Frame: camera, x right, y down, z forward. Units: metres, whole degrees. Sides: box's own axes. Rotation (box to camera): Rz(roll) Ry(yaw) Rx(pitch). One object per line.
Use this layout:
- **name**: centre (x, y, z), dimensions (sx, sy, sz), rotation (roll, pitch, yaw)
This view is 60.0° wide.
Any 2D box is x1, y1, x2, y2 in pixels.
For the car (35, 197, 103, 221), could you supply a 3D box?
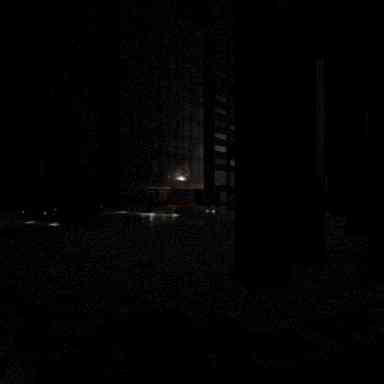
- **car**: centre (-10.745, 1.489, 30.241), dimensions (2.150, 2.045, 5.566), rotation (0, -1, 36)

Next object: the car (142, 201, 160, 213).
- **car**: centre (-4.495, 1.989, 44.434), dimensions (1.837, 1.490, 4.892), rotation (0, -1, 36)

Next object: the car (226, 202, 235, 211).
- **car**: centre (6.979, 2.148, 48.986), dimensions (2.033, 1.411, 5.357), rotation (0, -1, 36)

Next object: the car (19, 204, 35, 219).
- **car**: centre (-13.492, 1.500, 31.989), dimensions (2.150, 2.045, 5.566), rotation (0, -1, 36)

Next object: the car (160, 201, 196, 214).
- **car**: centre (-1.512, 1.958, 43.010), dimensions (1.882, 1.535, 5.008), rotation (0, -1, 36)
